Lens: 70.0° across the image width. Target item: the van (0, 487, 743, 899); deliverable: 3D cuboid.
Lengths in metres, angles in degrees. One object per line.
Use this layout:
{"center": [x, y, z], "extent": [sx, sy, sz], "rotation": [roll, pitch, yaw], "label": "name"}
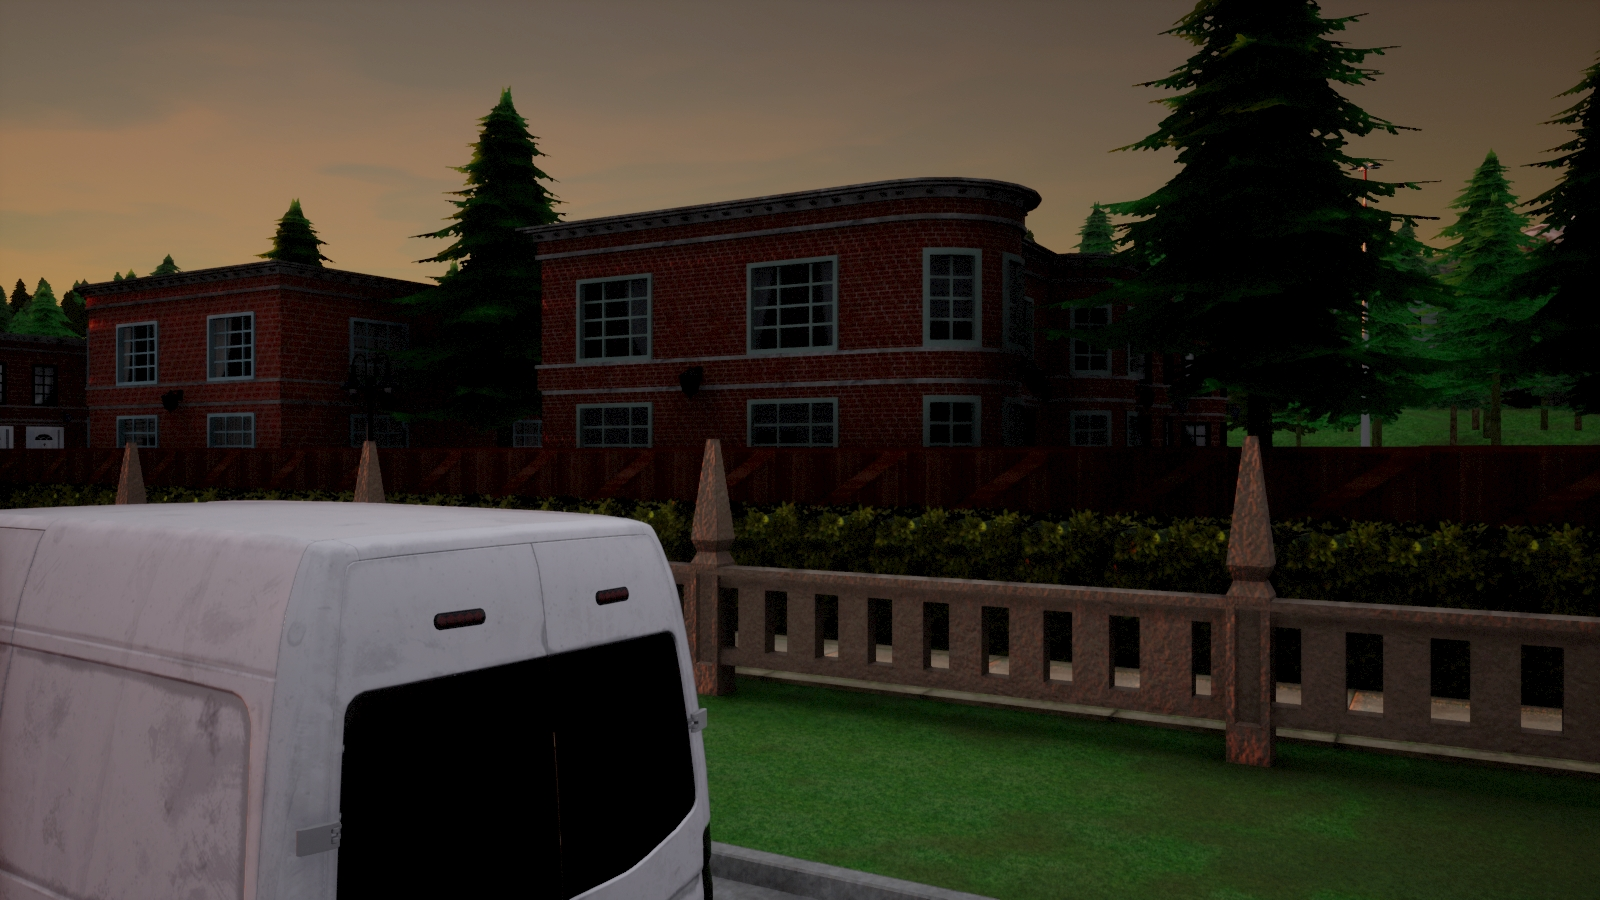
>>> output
{"center": [-3.240, 1.534, 5.467], "extent": [5.915, 2.561, 1.988], "rotation": [0, 0, 34], "label": "van"}
